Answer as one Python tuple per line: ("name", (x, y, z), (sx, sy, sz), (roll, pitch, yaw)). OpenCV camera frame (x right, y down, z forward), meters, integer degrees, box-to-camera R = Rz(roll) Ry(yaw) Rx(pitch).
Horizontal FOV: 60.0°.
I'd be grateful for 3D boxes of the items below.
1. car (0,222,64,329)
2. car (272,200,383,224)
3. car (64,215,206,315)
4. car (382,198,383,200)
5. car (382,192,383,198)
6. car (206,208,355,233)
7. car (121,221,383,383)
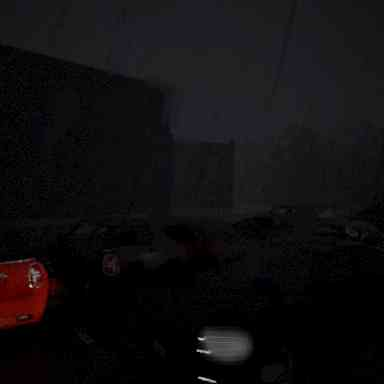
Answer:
("car", (-4.245, 1.355, 6.379), (2.185, 1.767, 4.553), (0, 0, -35))
("car", (4.790, 1.297, 12.898), (2.185, 1.767, 4.553), (-1, 0, -35))
("car", (-1.982, 1.354, 7.993), (2.185, 1.767, 4.553), (0, 0, -35))
("car", (11.612, 1.286, 17.732), (2.231, 1.521, 4.892), (-1, 1, -35))
("car", (13.898, 0.966, 19.319), (2.435, 2.045, 5.566), (-2, 1, -35))
("car", (2.523, 1.480, 11.279), (2.163, 1.488, 4.792), (-1, 0, -35))
("car", (1.665, 1.473, 5.175), (5.008, 1.535, 1.882), (0, 0, -35))
